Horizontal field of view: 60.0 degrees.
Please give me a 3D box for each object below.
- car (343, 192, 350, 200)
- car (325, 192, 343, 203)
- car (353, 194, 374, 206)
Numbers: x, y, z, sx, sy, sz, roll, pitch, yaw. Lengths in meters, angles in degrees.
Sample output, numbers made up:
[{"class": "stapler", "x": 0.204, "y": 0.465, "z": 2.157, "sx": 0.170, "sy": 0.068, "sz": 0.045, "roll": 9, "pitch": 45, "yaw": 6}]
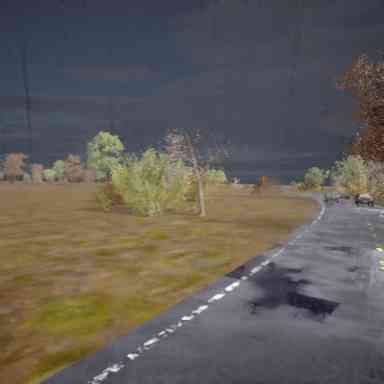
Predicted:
[{"class": "car", "x": 27.473, "y": 0.675, "z": 60.898, "sx": 1.895, "sy": 1.301, "sz": 4.718, "roll": 1, "pitch": 1, "yaw": 16}, {"class": "car", "x": 20.253, "y": 0.741, "z": 48.032, "sx": 1.837, "sy": 1.490, "sz": 4.892, "roll": 2, "pitch": 2, "yaw": 19}, {"class": "car", "x": 21.109, "y": 0.943, "z": 41.042, "sx": 1.812, "sy": 1.442, "sz": 4.674, "roll": 2, "pitch": 1, "yaw": 20}]
